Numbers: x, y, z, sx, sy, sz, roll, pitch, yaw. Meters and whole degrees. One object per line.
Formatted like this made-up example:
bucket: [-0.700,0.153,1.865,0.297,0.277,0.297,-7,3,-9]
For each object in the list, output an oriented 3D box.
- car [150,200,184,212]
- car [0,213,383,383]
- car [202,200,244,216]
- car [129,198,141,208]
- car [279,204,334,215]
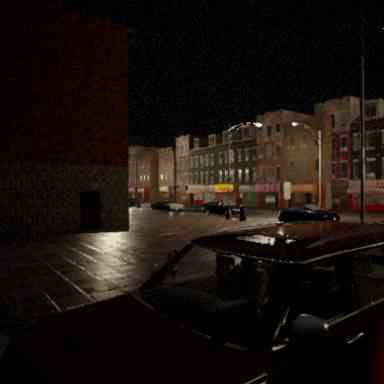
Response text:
car: [-2.909,1.587,38.460,1.895,1.301,4.718,-1,0,-35]
car: [0.803,1.314,3.390,5.009,1.841,2.192,0,0,-35]
car: [2.921,1.481,30.244,2.128,1.511,4.902,-1,0,-35]
car: [-8.823,1.514,46.853,1.812,1.442,4.674,0,0,-35]
car: [8.032,1.561,23.051,1.994,1.385,4.181,-1,0,-35]
